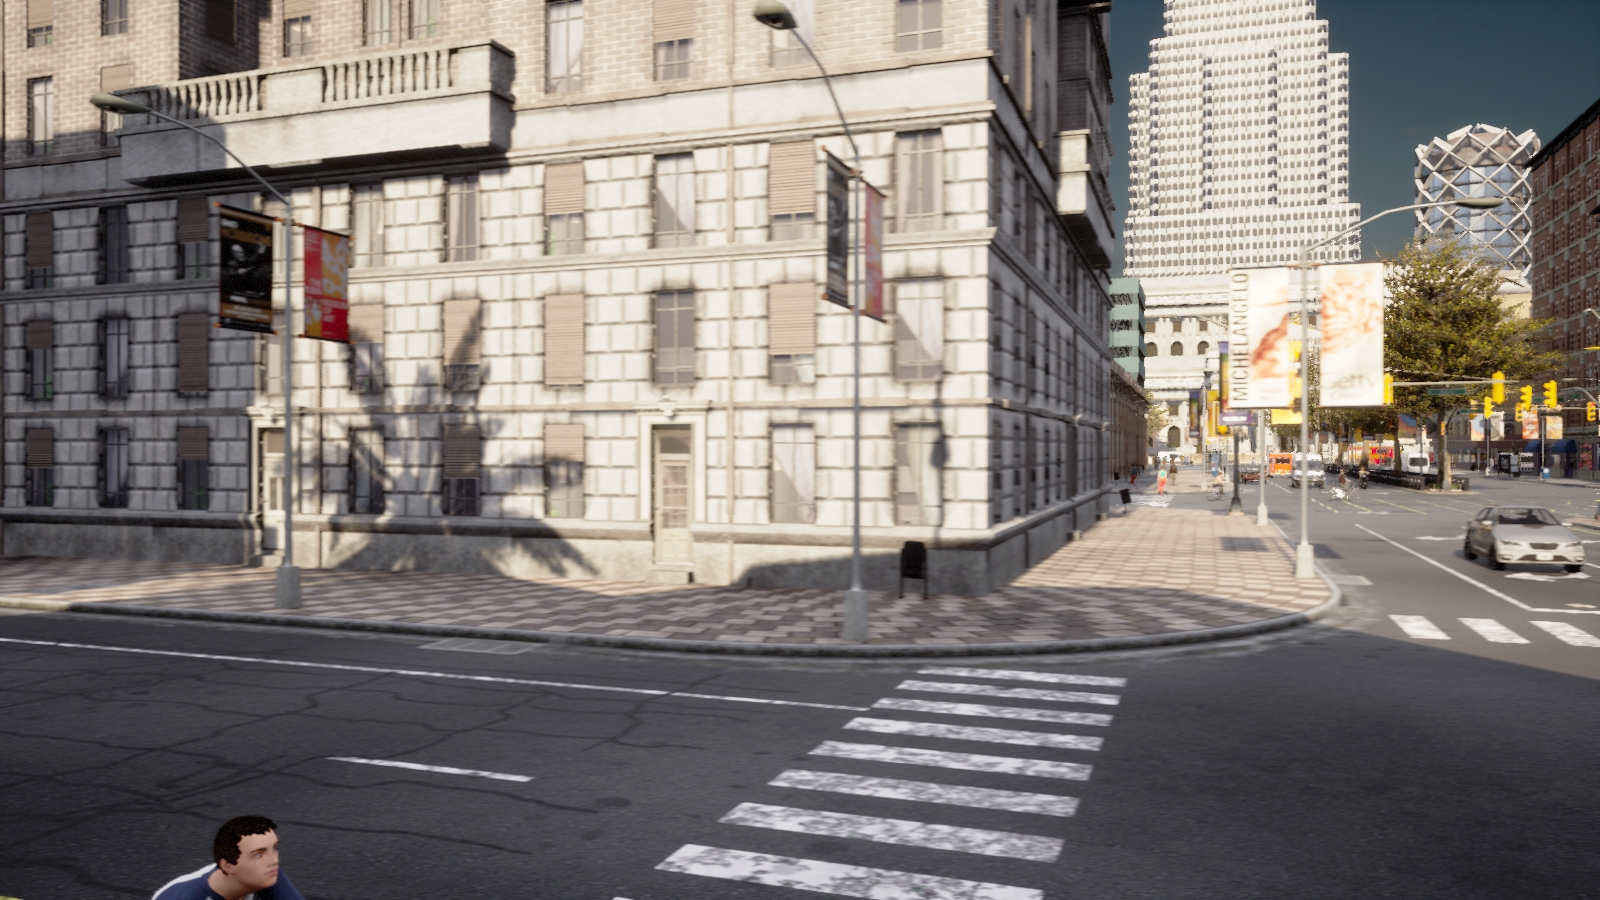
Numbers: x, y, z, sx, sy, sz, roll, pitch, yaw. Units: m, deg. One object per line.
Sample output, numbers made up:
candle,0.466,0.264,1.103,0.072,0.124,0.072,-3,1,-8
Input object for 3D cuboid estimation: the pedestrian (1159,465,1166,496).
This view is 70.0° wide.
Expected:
pedestrian,22.021,1.849,69.396,0.375,1.860,0.375,0,0,6

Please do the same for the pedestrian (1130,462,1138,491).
pedestrian,21.431,1.697,73.319,0.375,1.860,0.375,0,0,-43

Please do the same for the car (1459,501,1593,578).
car,17.297,2.066,27.440,1.816,1.474,4.193,0,0,19

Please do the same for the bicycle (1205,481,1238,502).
bicycle,22.840,2.257,61.933,1.487,1.080,0.859,0,0,7

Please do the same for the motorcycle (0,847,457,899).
motorcycle,-2.017,2.214,4.011,2.033,1.145,0.803,0,0,20
